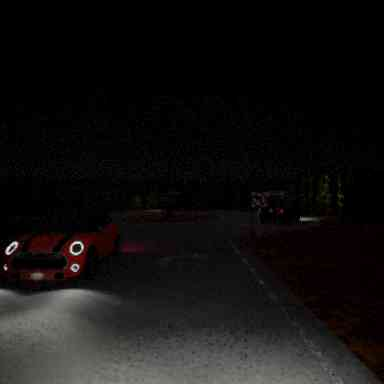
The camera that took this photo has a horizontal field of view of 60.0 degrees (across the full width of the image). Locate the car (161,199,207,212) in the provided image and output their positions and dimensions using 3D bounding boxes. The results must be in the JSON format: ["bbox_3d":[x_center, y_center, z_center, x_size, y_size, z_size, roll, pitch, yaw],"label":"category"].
[{"bbox_3d":[-0.943,1.550,39.317,5.357,1.411,2.033,0,0,14],"label":"car"}]

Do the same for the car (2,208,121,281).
[{"bbox_3d":[-3.567,1.354,9.940,2.097,1.767,4.553,0,0,0],"label":"car"}]

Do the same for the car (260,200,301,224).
[{"bbox_3d":[6.687,1.350,25.183,2.097,1.767,4.553,0,0,33],"label":"car"}]
